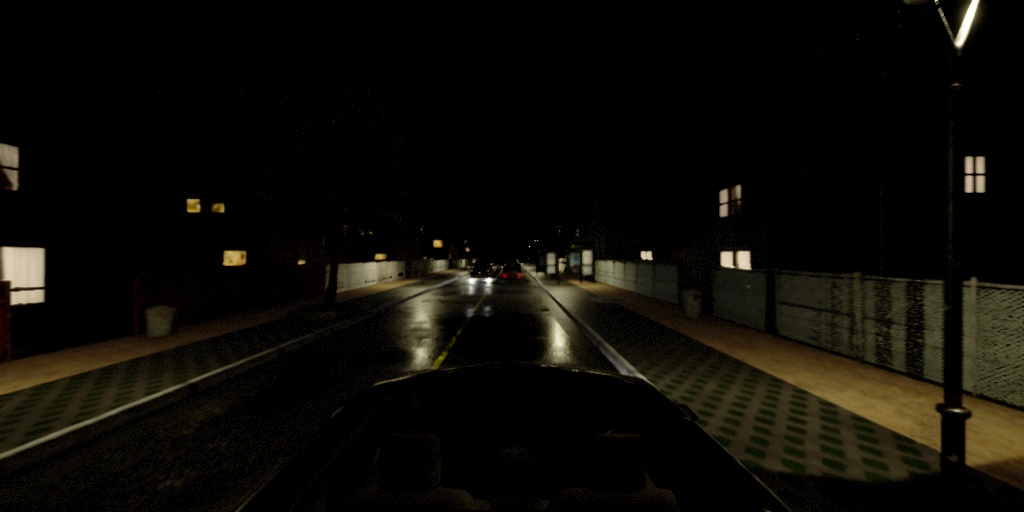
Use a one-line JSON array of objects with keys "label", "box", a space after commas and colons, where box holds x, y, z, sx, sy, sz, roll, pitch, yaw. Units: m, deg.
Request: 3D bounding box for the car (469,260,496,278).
[{"label": "car", "box": [-2.834, 1.229, 33.829, 1.837, 1.490, 4.892, 0, 0, 0]}]

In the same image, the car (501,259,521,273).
[{"label": "car", "box": [0.051, 1.092, 43.417, 2.097, 1.767, 4.553, 0, 0, 1]}]

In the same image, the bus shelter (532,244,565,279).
[{"label": "bus shelter", "box": [3.016, 0.597, 30.230, 1.920, 2.740, 3.880, 0, 0, 0]}]
